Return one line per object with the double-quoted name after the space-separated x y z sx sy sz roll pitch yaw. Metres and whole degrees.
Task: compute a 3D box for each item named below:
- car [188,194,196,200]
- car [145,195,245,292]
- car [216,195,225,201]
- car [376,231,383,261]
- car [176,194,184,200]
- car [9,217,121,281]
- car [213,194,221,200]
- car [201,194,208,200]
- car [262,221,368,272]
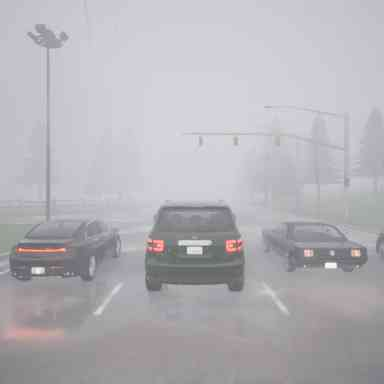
0.048 1.357 93.453 2.128 1.511 4.902 0 0 0 "car"
0.074 1.221 9.095 2.150 2.045 5.566 0 0 0 "car"
7.043 1.543 83.412 1.994 1.385 4.181 0 0 0 "car"
7.076 1.491 9.213 2.128 1.511 4.902 0 0 0 "car"
-3.452 1.372 93.454 2.033 1.411 5.357 0 0 0 "car"
-3.422 1.505 9.844 1.837 1.490 4.892 0 0 0 "car"
7.048 1.384 93.449 1.994 1.385 4.181 0 0 0 "car"
3.548 1.310 93.451 1.882 1.535 5.008 0 0 0 "car"
3.585 1.601 10.760 1.895 1.301 4.718 0 0 0 "car"
